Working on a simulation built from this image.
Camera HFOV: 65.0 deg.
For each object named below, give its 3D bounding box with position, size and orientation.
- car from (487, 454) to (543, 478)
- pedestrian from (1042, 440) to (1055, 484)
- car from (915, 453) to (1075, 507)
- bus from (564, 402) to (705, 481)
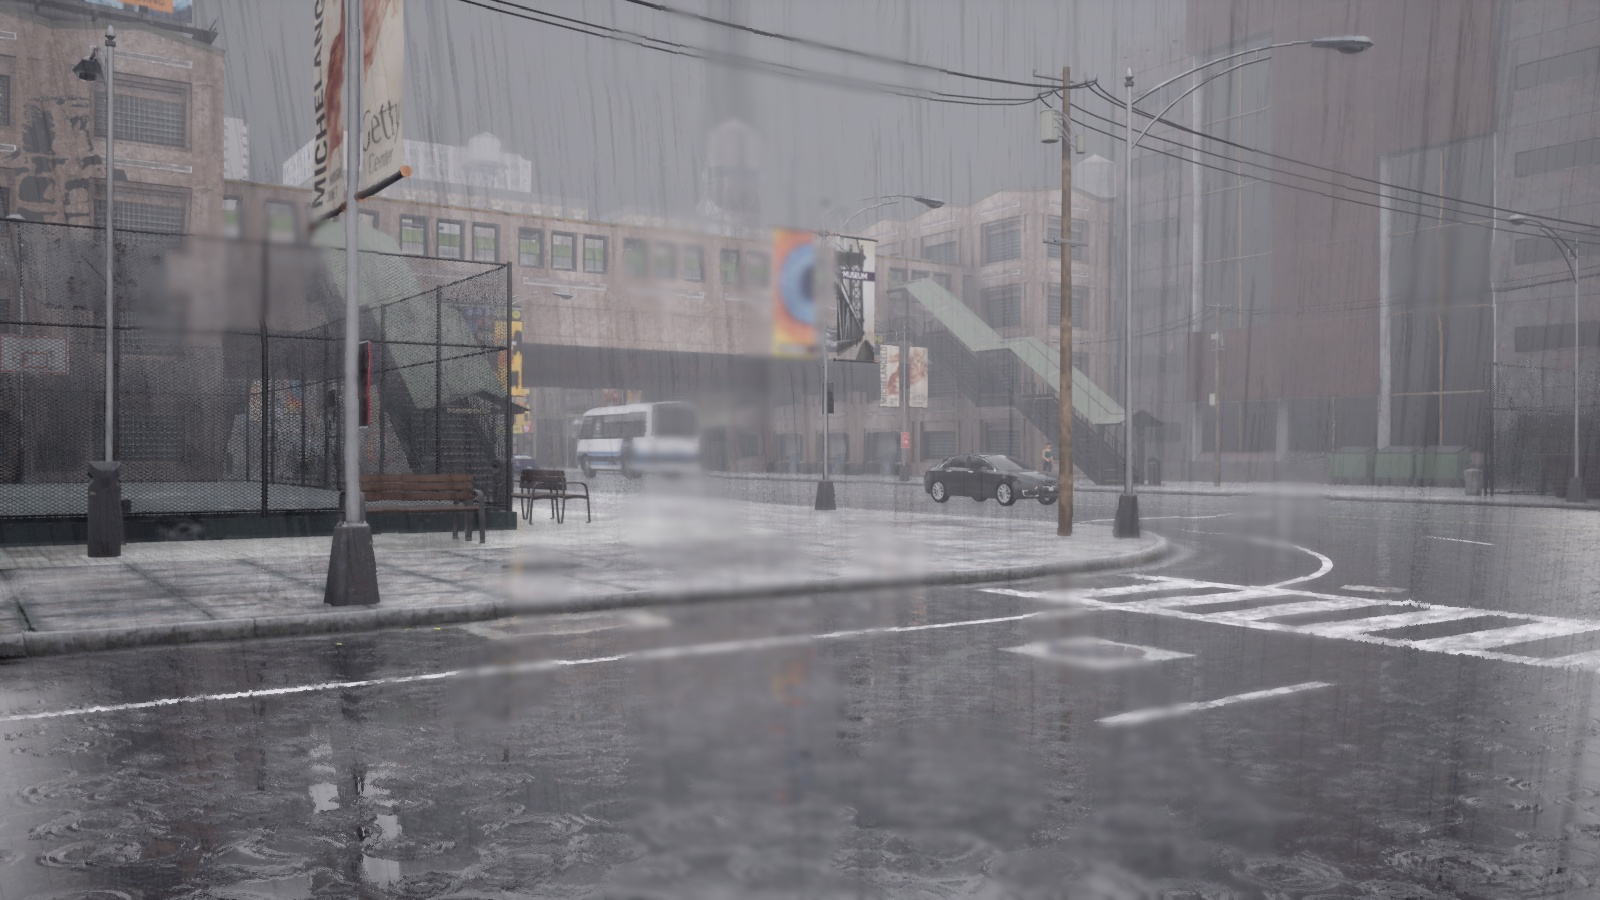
[{"bbox_3d":[-17.918,1.004,78.790,1.812,1.442,4.674,0,0,-34],"label":"car"},{"bbox_3d":[10.618,0.514,53.681,0.345,1.836,0.594,0,0,-15],"label":"pedestrian"},{"bbox_3d":[5.707,0.831,37.354,1.837,1.490,4.892,0,0,-34],"label":"car"},{"bbox_3d":[-9.798,-0.429,73.026,3.944,4.253,10.273,0,0,-34],"label":"bus"}]
